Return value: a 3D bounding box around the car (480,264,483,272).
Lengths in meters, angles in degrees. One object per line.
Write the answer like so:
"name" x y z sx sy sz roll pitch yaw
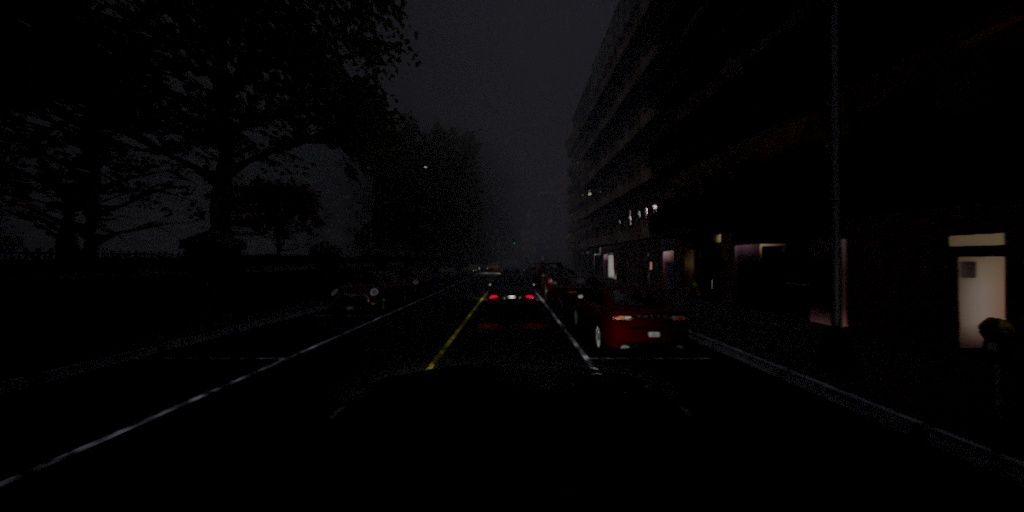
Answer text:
"car" -5.728 1.870 54.031 2.007 1.370 4.403 0 0 0

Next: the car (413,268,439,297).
"car" -5.703 1.387 20.251 1.967 1.591 4.097 0 0 0

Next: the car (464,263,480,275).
"car" -5.724 1.780 48.231 1.751 1.417 4.829 0 0 0

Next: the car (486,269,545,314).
"car" 0.000 1.431 14.360 2.033 1.411 5.357 0 -1 0

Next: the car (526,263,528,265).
"car" 2.657 1.695 48.408 1.967 1.591 4.097 0 0 0

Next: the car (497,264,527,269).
"car" -0.003 1.620 30.313 1.994 1.385 4.181 0 -1 1

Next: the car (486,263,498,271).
"car" -3.117 1.844 58.126 1.882 1.535 5.008 0 -1 0

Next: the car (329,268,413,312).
"car" -5.699 1.326 14.623 1.967 1.591 4.097 0 0 0

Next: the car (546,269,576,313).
"car" 2.681 1.432 14.629 1.888 1.381 4.507 0 0 0

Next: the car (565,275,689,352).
"car" 2.686 1.372 8.999 1.888 1.381 4.507 0 0 0

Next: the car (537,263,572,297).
"car" 2.678 1.387 20.258 1.967 1.591 4.097 0 0 0

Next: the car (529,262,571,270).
"car" 2.673 1.323 25.888 2.192 1.841 5.009 0 0 0

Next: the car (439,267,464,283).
"car" -5.711 1.619 31.512 2.007 1.370 4.403 0 0 0

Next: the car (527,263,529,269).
"car" 2.669 1.509 31.519 1.967 1.591 4.097 0 0 0
